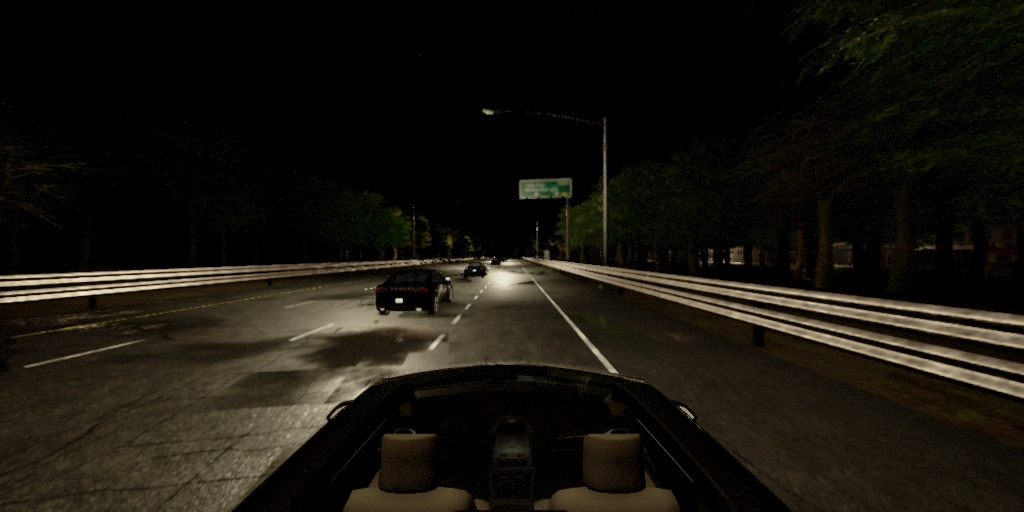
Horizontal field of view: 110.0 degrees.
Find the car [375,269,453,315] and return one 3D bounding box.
[{"bbox_3d":[-3.489,1.228,13.582,1.882,1.535,5.008,0,0,0],"label":"car"}]

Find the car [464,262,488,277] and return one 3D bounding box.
[{"bbox_3d":[-3.435,1.302,34.717,1.994,1.385,4.181,0,0,0],"label":"car"}]
